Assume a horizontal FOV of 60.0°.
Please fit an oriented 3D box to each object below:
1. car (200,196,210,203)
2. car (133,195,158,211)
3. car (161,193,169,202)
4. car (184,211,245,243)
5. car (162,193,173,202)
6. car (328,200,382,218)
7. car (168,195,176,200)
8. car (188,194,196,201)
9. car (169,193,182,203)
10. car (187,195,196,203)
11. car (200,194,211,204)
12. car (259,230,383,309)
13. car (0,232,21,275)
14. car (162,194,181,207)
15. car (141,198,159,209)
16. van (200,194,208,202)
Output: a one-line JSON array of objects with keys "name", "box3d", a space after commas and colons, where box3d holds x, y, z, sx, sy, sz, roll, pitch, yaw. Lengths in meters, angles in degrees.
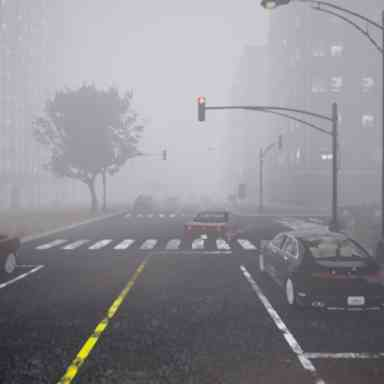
[{"name": "car", "box3d": [2.634, 1.477, 67.799, 1.752, 1.417, 4.829, 0, 0, 0]}, {"name": "car", "box3d": [-5.725, 1.277, 40.008, 2.192, 1.841, 5.009, 0, 0, 0]}, {"name": "car", "box3d": [-5.752, 1.519, 73.146, 1.947, 1.339, 4.313, 0, 0, 0]}, {"name": "car", "box3d": [1.268, 1.580, 16.145, 1.895, 1.301, 4.718, 0, 0, 20]}, {"name": "car", "box3d": [-5.756, 1.269, 78.668, 2.192, 1.841, 5.009, 0, 0, 0]}, {"name": "car", "box3d": [13.404, 1.310, 27.041, 4.403, 1.369, 2.008, -1, 1, -1]}, {"name": "car", "box3d": [-5.770, 1.513, 95.237, 2.008, 1.369, 4.403, 0, 0, 0]}, {"name": "car", "box3d": [-0.065, 1.329, 79.757, 1.812, 1.442, 4.674, 0, 0, 0]}, {"name": "car", "box3d": [-3.078, 1.430, 66.353, 1.882, 1.535, 5.008, 0, 0, 0]}, {"name": "car", "box3d": [-0.058, 1.541, 69.780, 1.895, 1.301, 4.718, 0, 0, 0]}, {"name": "car", "box3d": [2.639, 1.519, 62.106, 1.947, 1.339, 4.313, 0, 0, 0]}, {"name": "car", "box3d": [2.683, 1.540, 7.627, 2.008, 1.369, 4.403, 0, 0, 0]}, {"name": "car", "box3d": [-5.697, 1.534, 7.620, 1.887, 1.381, 4.507, 0, 0, 0]}, {"name": "car", "box3d": [-3.129, 1.482, 50.462, 1.812, 1.442, 4.674, 0, 0, 0]}, {"name": "car", "box3d": [-5.729, 1.525, 45.531, 1.947, 1.339, 4.313, 0, 0, 0]}, {"name": "van", "box3d": [2.629, 1.294, 73.153, 1.690, 1.788, 3.998, 0, 0, 0]}]
